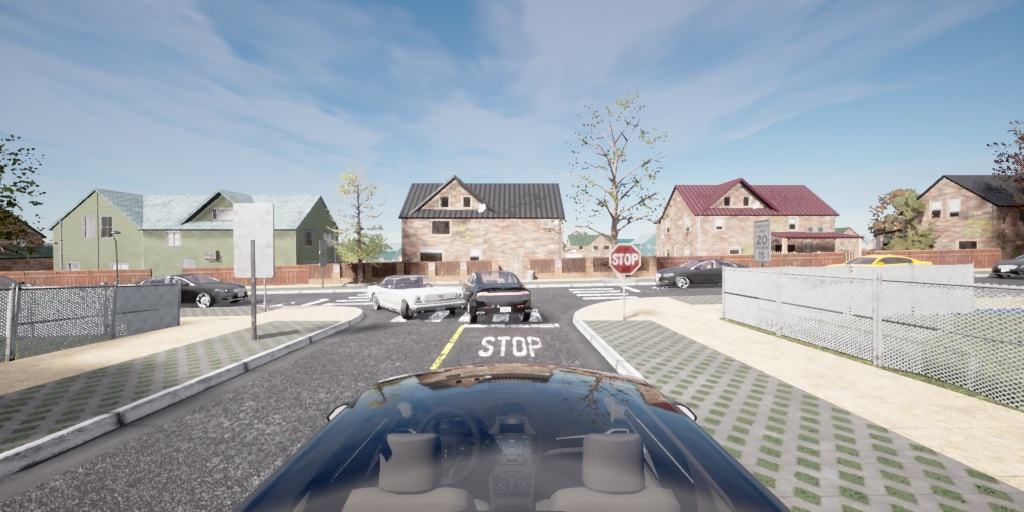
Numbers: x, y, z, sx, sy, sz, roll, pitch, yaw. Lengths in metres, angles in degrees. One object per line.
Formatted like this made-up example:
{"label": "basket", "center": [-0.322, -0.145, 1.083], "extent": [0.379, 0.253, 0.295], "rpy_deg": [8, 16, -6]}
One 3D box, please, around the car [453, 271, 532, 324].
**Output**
{"label": "car", "center": [-0.681, 1.242, 12.101], "extent": [2.128, 1.511, 4.902], "rpy_deg": [0, 0, -12]}

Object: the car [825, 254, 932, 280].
{"label": "car", "center": [19.768, 0.690, 19.538], "extent": [5.008, 1.535, 1.882], "rpy_deg": [-1, 1, -1]}

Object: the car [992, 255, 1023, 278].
{"label": "car", "center": [29.392, 0.477, 19.571], "extent": [4.902, 1.511, 2.128], "rpy_deg": [-1, 1, 0]}

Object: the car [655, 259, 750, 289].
{"label": "car", "center": [10.337, 0.925, 19.505], "extent": [4.902, 1.511, 2.128], "rpy_deg": [-1, 1, 0]}

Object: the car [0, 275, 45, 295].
{"label": "car", "center": [-24.234, 1.648, 16.425], "extent": [4.553, 1.767, 2.097], "rpy_deg": [-1, 1, 0]}

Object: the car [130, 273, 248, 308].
{"label": "car", "center": [-14.897, 1.566, 16.462], "extent": [4.902, 1.511, 2.128], "rpy_deg": [-1, 1, 0]}

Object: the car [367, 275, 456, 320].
{"label": "car", "center": [-3.598, 1.367, 12.962], "extent": [1.895, 1.301, 4.718], "rpy_deg": [0, 0, -38]}
